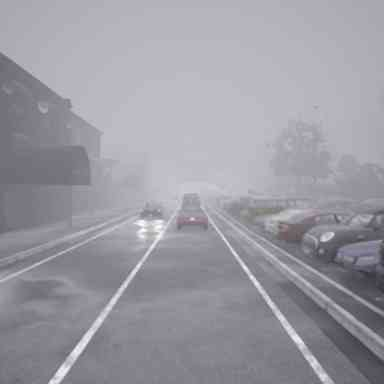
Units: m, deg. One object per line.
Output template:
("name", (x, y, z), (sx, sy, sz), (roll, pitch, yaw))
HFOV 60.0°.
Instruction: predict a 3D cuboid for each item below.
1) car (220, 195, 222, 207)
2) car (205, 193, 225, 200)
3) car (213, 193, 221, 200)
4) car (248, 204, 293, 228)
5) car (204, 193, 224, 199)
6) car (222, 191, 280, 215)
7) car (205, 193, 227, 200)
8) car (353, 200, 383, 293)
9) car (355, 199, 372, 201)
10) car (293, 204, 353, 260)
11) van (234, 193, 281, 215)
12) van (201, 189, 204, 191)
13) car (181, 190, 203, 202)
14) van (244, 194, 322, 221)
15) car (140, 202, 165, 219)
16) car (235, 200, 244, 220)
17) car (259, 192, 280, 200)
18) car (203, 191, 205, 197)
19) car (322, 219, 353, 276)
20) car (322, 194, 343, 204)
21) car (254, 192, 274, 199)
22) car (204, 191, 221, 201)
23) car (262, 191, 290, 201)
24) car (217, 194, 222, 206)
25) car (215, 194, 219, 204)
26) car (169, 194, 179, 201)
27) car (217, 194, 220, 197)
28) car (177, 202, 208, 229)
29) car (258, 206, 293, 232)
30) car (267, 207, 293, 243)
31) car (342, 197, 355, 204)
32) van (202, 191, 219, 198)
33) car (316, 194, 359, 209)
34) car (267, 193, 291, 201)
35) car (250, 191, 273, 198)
("car", (5.907, 1.394, 36.618), (5.008, 1.535, 2.097), (0, 1, 0))
("car", (5.412, 1.065, 79.462), (4.674, 1.452, 2.002), (0, 1, 0))
("car", (5.881, 1.291, 47.922), (4.792, 1.488, 2.163), (0, 1, 0))
("car", (6.005, 1.606, 19.653), (4.674, 1.452, 2.002), (0, 0, 0))
("car", (5.358, 1.016, 82.244), (4.792, 1.488, 2.163), (0, 1, 0))
("car", (5.914, 1.210, 30.965), (5.566, 2.045, 2.435), (0, 1, 0))
("car", (5.461, 1.092, 76.679), (4.792, 1.488, 2.163), (0, 1, 0))
("car", (6.106, 1.237, 5.518), (5.566, 2.045, 2.435), (0, 0, 0))
("car", (18.488, 1.488, 31.203), (4.792, 1.488, 2.163), (0, 1, 0))
("car", (6.079, 1.396, 11.168), (4.553, 1.767, 2.185), (0, 0, 0))
("van", (6.074, 1.268, 28.141), (4.442, 1.987, 1.878), (0, 1, 0))
("van", (5.225, 0.683, 87.930), (4.442, 1.987, 1.878), (0, 1, 0))
("car", (-0.118, 1.150, 40.340), (2.150, 2.045, 5.566), (0, 1, -1))
("van", (6.103, 1.330, 22.610), (4.442, 1.987, 1.878), (0, 0, 0))
("car", (-3.482, 1.608, 29.960), (1.895, 1.301, 4.718), (0, 0, 0))
("car", (5.975, 1.568, 25.318), (4.674, 1.452, 2.002), (0, 1, 0))
("car", (18.519, 0.896, 79.690), (4.553, 1.767, 2.185), (0, 1, 0))
("car", (5.268, 1.098, 73.894), (5.366, 1.575, 1.946), (0, 1, 0))
("car", (6.065, 1.545, 8.342), (4.674, 1.452, 2.002), (0, 0, 0))
("car", (18.470, 1.358, 39.673), (5.008, 1.535, 2.097), (0, 1, 0))
("car", (18.413, 0.822, 85.134), (4.553, 1.767, 2.185), (0, 1, 0))
("car", (5.490, 1.177, 71.255), (4.674, 1.452, 2.002), (1, 1, 0))
("car", (18.562, 0.849, 73.994), (5.566, 2.045, 2.435), (0, 1, 0))
("car", (6.082, 1.358, 39.446), (5.366, 1.575, 1.946), (0, 1, 0))
("car", (5.869, 1.334, 45.096), (4.674, 1.452, 2.002), (0, 1, 0))
("car", (-3.822, 1.119, 71.661), (2.033, 1.411, 5.357), (0, 1, -1))
("car", (5.884, 1.368, 42.271), (4.674, 1.452, 2.002), (0, 1, 0))
("car", (0.018, 1.605, 22.052), (1.994, 1.385, 4.181), (0, 0, 0))
("car", (6.015, 1.595, 16.819), (4.674, 1.452, 2.002), (0, 0, 0))
("car", (6.027, 1.538, 13.993), (5.008, 1.535, 2.097), (0, 0, 0))
("car", (18.511, 1.427, 33.902), (4.892, 1.521, 2.231), (0, 1, 0))
("van", (5.181, 0.608, 93.372), (4.442, 1.987, 1.878), (0, 1, 0))
("car", (18.430, 1.201, 42.371), (4.553, 1.767, 2.185), (0, 1, 0))
("car", (18.524, 1.012, 71.210), (4.553, 1.767, 2.185), (0, 1, 0))
("car", (18.449, 0.656, 88.042), (5.566, 2.045, 2.435), (0, 1, 0))
